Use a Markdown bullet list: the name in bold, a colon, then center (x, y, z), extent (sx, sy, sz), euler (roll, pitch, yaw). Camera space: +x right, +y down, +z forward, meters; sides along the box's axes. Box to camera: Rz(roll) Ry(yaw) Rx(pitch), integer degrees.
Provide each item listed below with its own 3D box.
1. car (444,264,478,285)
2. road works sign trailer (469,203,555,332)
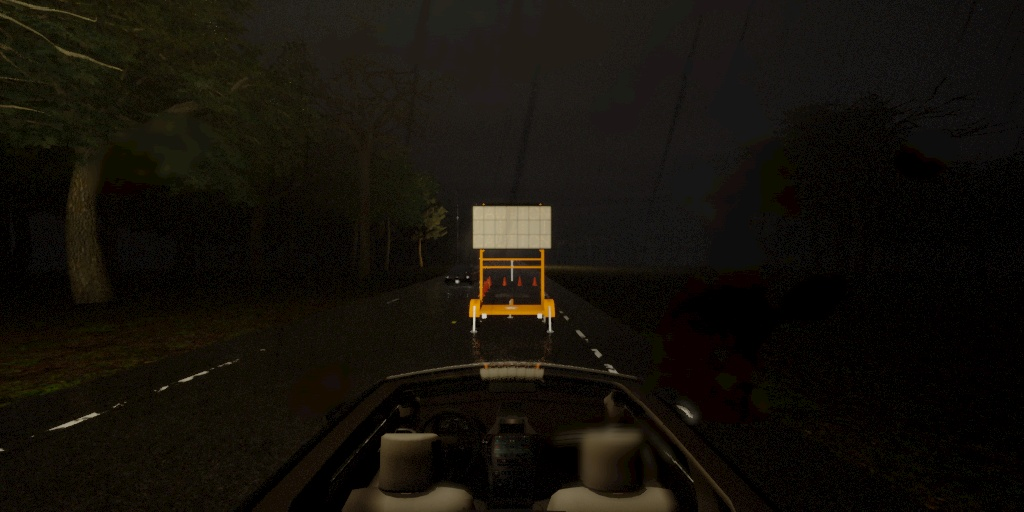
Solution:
- **car**: center (-3.495, 1.251, 25.563), extent (2.033, 1.411, 5.357), euler (0, 0, 0)
- **road works sign trailer**: center (0.002, 0.210, 10.797), extent (2.380, 3.560, 2.880), euler (0, 0, 0)
